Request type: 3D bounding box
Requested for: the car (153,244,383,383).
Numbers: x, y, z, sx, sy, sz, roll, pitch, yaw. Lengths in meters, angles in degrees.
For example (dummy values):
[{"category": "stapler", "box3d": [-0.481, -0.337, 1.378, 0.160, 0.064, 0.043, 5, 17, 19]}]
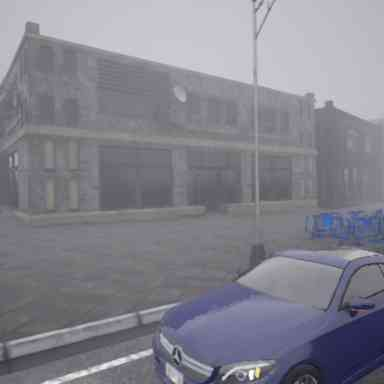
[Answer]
[{"category": "car", "box3d": [1.728, 1.531, 4.595, 4.674, 1.442, 1.812, 0, 0, -35]}]
